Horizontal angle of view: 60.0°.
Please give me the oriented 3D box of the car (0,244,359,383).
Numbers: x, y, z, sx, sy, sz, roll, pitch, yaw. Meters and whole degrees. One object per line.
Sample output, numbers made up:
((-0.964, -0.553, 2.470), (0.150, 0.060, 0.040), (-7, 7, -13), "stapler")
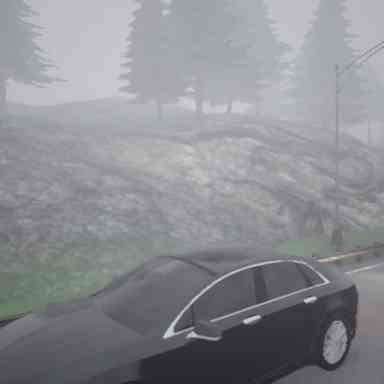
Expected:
((0.145, 1.495, 4.092), (4.892, 1.490, 1.837), (0, 0, -35), "car")
